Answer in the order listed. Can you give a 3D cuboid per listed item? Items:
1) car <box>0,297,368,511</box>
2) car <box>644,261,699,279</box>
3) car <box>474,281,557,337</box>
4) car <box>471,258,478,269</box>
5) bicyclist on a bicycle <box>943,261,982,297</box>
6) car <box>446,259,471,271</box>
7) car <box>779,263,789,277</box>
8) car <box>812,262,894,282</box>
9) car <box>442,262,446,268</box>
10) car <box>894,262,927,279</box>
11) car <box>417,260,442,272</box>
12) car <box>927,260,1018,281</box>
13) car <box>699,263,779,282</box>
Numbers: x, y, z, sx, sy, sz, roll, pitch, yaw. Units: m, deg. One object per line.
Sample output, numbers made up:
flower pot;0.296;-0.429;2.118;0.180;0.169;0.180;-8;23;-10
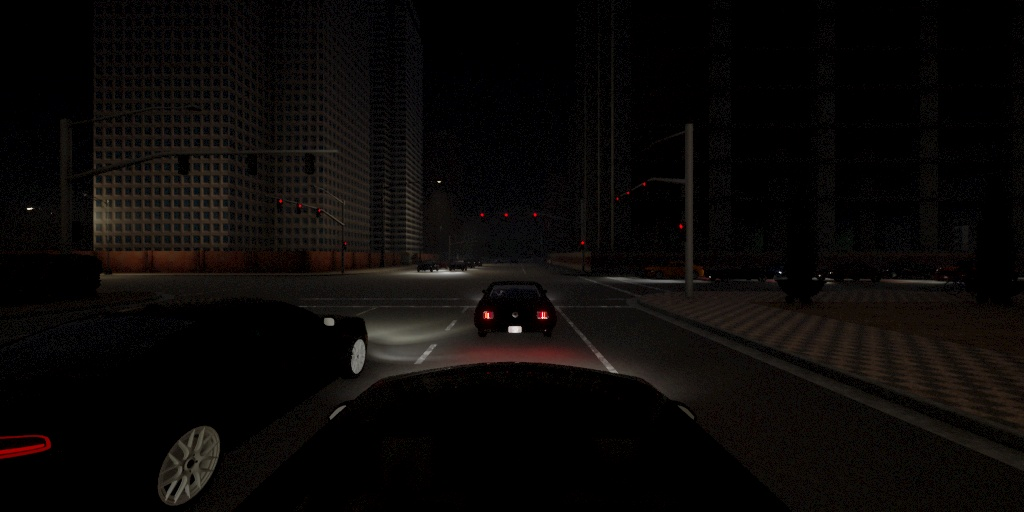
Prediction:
car;-3.452;1.228;4.278;1.882;1.535;5.008;0;0;1
car;14.338;1.228;31.954;5.008;1.535;1.882;0;0;0
car;0.074;1.351;10.227;1.895;1.301;4.718;0;0;0
car;-7.075;1.255;57.681;1.837;1.490;4.892;0;0;1
bicyclist on a bicycle;20.758;1.051;16.429;0.582;1.620;1.656;0;0;0
car;-7.223;1.351;48.465;1.895;1.301;4.718;0;0;1
car;24.149;1.297;31.890;5.357;1.411;2.033;0;0;0
car;26.691;1.276;28.364;4.674;1.442;1.812;0;0;0
car;-10.618;1.351;55.457;1.895;1.301;4.718;0;0;1
car;34.573;1.241;31.814;4.902;1.511;2.128;0;0;0
car;-10.755;1.228;46.115;1.882;1.535;5.008;0;0;1
car;36.507;1.102;28.297;4.553;1.767;2.097;0;0;1
car;17.909;1.351;28.430;4.718;1.301;1.895;0;0;0
